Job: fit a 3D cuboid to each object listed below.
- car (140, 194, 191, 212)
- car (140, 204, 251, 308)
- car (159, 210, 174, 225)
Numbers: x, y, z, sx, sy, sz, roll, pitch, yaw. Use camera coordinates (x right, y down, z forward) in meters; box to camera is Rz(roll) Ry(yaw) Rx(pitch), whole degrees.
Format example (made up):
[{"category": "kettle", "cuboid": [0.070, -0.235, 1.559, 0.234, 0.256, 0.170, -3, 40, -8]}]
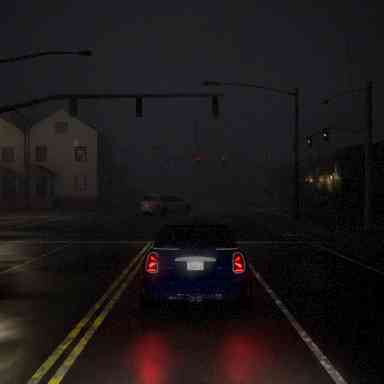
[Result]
[{"category": "car", "cuboid": [-2.286, 1.222, 30.899, 2.150, 2.045, 5.566, 1, 1, 39]}, {"category": "car", "cuboid": [0.081, 1.352, 8.112, 2.097, 1.767, 4.553, 0, 0, 0]}, {"category": "car", "cuboid": [-3.543, 3.673, 46.730, 1.812, 1.442, 4.674, -1, -13, -1]}]
